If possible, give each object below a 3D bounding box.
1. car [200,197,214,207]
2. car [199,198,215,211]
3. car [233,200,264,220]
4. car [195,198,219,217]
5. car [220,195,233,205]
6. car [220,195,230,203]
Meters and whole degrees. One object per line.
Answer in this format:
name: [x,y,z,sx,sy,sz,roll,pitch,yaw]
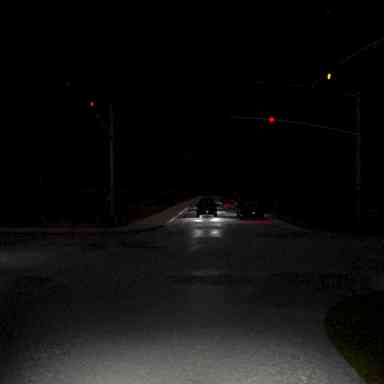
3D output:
car: [2.339,1.529,50.357,1.994,1.385,4.181,0,0,3]
car: [1.847,1.470,40.449,1.837,1.490,4.892,0,0,3]
car: [4.843,1.443,27.991,1.882,1.535,5.008,0,0,3]
car: [1.384,1.470,30.997,1.837,1.490,4.892,0,0,3]
car: [6.353,1.566,59.014,1.895,1.301,4.718,0,0,3]
car: [6.838,1.470,68.975,1.837,1.490,4.892,0,0,3]
